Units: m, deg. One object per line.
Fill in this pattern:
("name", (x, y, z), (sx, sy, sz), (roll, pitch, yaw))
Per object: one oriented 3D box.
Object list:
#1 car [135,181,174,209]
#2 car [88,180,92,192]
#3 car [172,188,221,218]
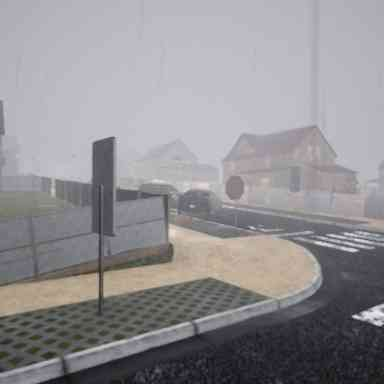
("car", (-2.129, 0.169, 23.828), (4.553, 1.767, 2.097), (5, 4, 37))
("car", (-10.382, -0.646, 37.298), (1.837, 1.490, 4.892), (0, 3, -30))
("car", (0.570, 0.546, 20.214), (1.882, 1.535, 5.008), (3, 3, 13))
